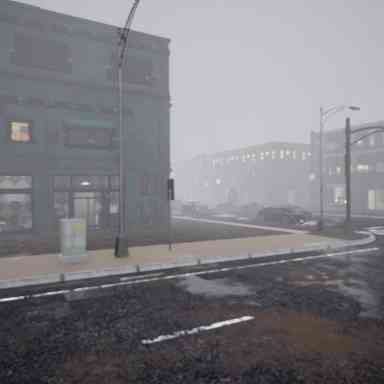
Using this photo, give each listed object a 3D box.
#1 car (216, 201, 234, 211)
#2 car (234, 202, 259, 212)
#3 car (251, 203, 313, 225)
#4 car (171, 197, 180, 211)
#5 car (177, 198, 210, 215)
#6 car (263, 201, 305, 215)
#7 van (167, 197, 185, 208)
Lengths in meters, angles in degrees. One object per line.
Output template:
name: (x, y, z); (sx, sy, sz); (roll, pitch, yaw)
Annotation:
car: (5.038, 1.977, 47.721); (1.802, 1.307, 4.206); (-1, 0, -29)
car: (7.737, 1.915, 42.889); (1.802, 1.307, 4.206); (-1, 0, -29)
car: (7.083, 1.822, 26.627); (1.947, 1.339, 4.313); (-1, 0, -29)
car: (-2.386, 1.857, 49.201); (2.097, 1.767, 4.553); (-1, 0, -29)
car: (0.419, 1.854, 38.800); (1.967, 1.590, 4.097); (-1, 0, -29)
car: (10.436, 1.821, 38.057); (2.008, 1.369, 4.403); (-1, 0, -29)
van: (-3.066, 1.918, 62.218); (1.690, 1.788, 3.998); (-1, 0, -29)
